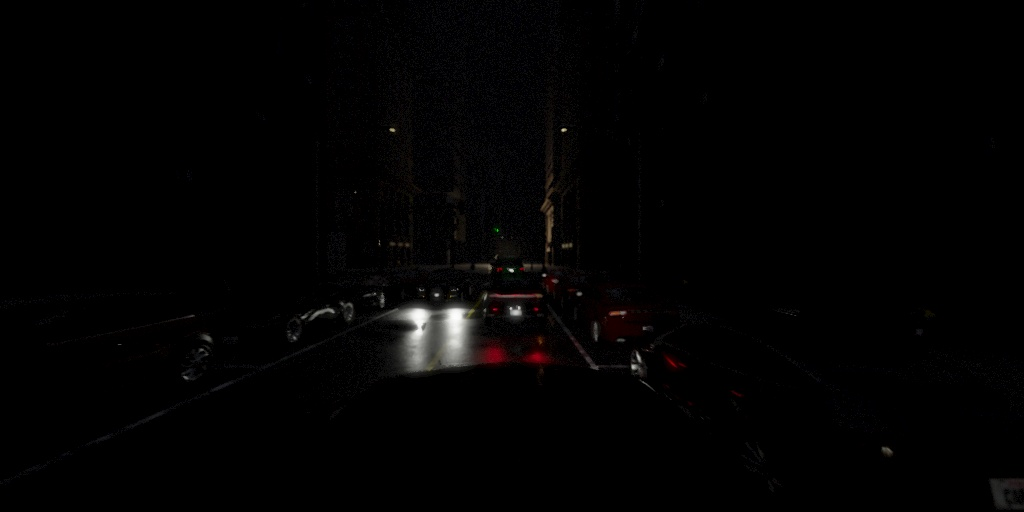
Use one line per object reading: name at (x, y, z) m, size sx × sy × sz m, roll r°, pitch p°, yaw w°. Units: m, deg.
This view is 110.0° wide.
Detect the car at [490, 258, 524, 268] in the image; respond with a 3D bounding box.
car at (-0.425, 1.139, 27.469) m, size 2.150 × 2.045 × 5.566 m, roll 0°, pitch 0°, yaw -8°

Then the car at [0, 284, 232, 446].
car at (-5.761, 1.205, 4.013) m, size 1.967 × 1.591 × 4.097 m, roll 0°, pitch 0°, yaw 0°

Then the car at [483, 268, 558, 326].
car at (0.107, 1.308, 11.983) m, size 2.128 × 1.511 × 4.902 m, roll 0°, pitch 0°, yaw 0°

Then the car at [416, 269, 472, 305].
car at (-3.002, 1.355, 16.793) m, size 1.837 × 1.490 × 4.892 m, roll 0°, pitch -1°, yaw 0°

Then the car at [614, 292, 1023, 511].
car at (2.764, 1.331, 4.008) m, size 1.948 × 1.339 × 4.313 m, roll 0°, pitch 0°, yaw 0°

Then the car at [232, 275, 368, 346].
car at (-5.758, 1.366, 9.519) m, size 1.948 × 1.339 × 4.313 m, roll 0°, pitch 0°, yaw 0°

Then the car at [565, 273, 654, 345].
car at (2.768, 1.345, 9.513) m, size 1.888 × 1.381 × 4.507 m, roll 0°, pitch 0°, yaw 0°

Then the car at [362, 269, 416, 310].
car at (-5.754, 1.387, 15.024) m, size 2.007 × 1.370 × 4.403 m, roll 0°, pitch 0°, yaw 0°

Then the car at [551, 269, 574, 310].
car at (2.771, 1.381, 15.018) m, size 1.888 × 1.381 × 4.507 m, roll 0°, pitch 0°, yaw 0°
